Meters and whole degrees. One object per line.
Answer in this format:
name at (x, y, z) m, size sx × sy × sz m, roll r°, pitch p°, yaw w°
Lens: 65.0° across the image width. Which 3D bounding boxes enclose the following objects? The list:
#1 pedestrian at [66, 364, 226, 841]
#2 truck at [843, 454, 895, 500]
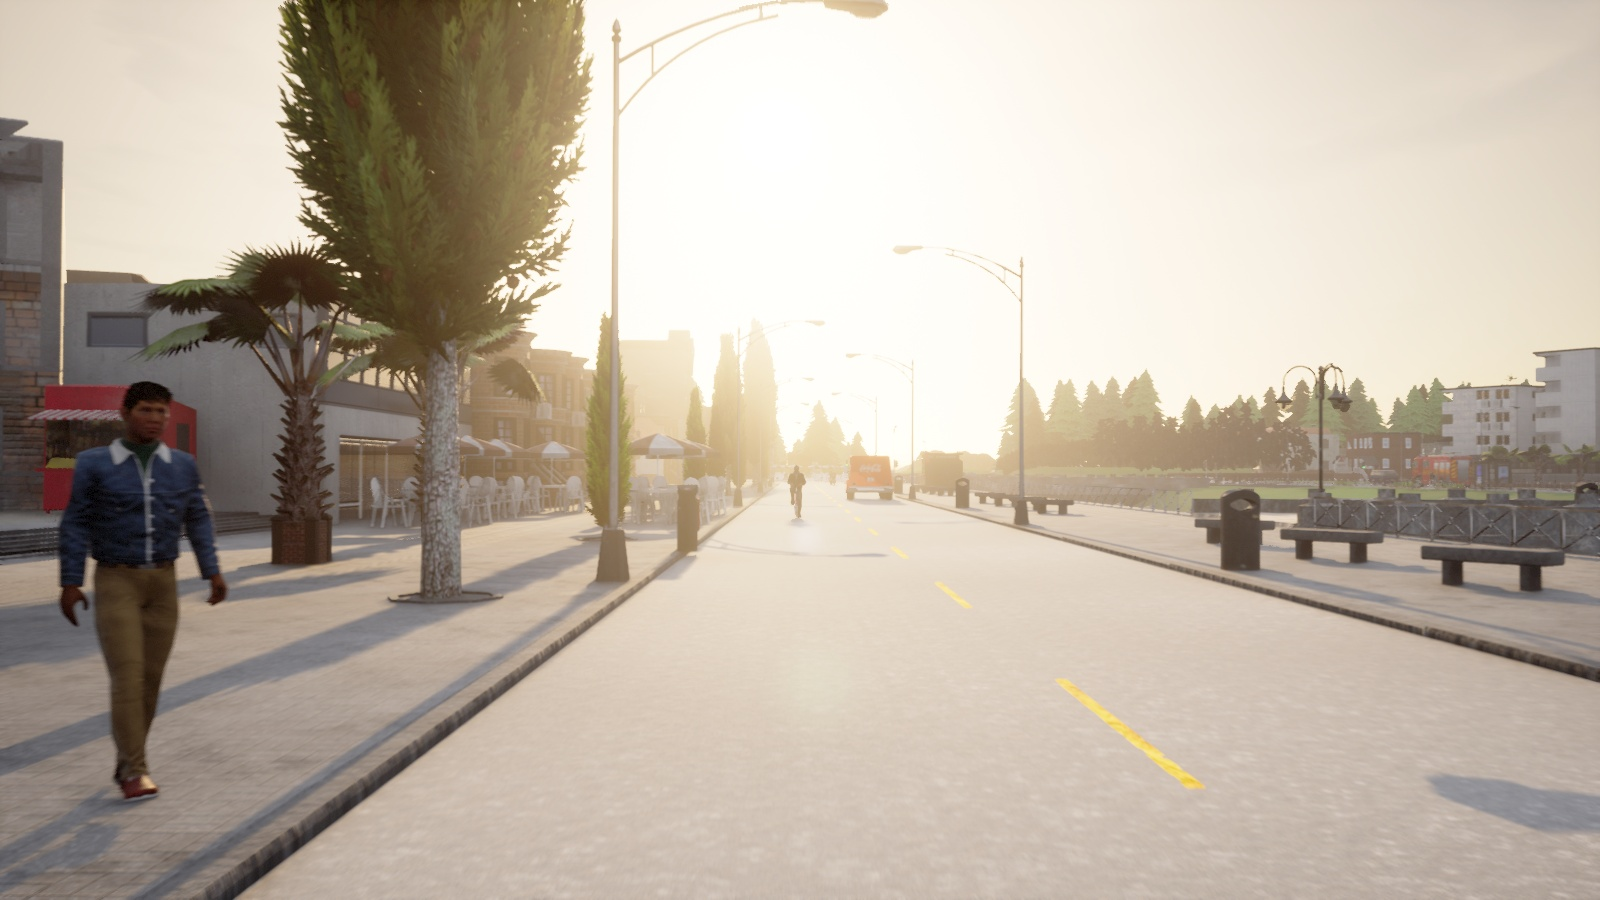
pedestrian at (-2.913, 0.628, 5.577) m, size 0.423 × 1.949 × 0.788 m, roll 1°, pitch -1°, yaw -43°
truck at (3.816, 1.491, 70.363) m, size 2.627 × 2.467 × 5.204 m, roll 0°, pitch -1°, yaw 0°
